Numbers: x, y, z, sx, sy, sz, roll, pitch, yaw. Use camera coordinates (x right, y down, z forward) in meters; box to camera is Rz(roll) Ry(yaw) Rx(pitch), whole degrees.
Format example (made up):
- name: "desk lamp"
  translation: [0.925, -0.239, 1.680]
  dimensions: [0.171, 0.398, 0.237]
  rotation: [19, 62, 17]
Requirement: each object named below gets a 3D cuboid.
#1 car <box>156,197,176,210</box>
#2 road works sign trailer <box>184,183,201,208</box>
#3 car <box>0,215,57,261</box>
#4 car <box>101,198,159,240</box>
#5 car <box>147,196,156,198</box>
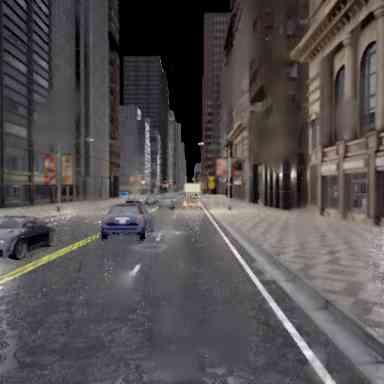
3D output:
- name: "car"
  translation: [-3.151, 1.563, 42.367]
  dimensions: [1.994, 1.385, 4.181]
  rotation: [0, 0, 0]
- name: "road works sign trailer"
  translation: [0.065, 0.451, 47.702]
  dimensions: [2.380, 3.560, 2.880]
  rotation: [0, 0, 0]
- name: "car"
  translation: [-6.597, 1.570, 12.170]
  dimensions: [1.994, 1.385, 4.181]
  rotation: [0, 0, 0]
- name: "car"
  translation: [-3.151, 1.363, 17.187]
  dimensions: [2.097, 1.767, 4.553]
  rotation: [0, 0, 0]
- name: "car"
  translation: [-6.541, 1.476, 53.875]
  dimensions: [1.837, 1.490, 4.892]
  rotation: [0, 0, 1]
